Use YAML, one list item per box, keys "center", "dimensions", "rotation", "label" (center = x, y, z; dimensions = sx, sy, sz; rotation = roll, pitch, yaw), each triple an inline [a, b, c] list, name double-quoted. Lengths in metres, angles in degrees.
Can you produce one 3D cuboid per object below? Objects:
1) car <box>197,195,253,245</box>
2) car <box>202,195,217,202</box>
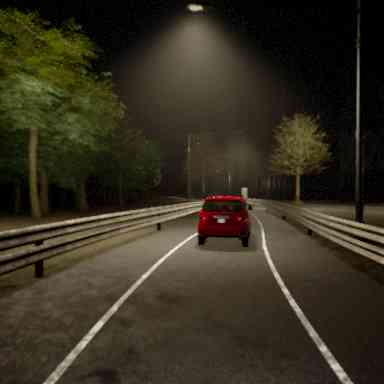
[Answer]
- center: [1.642, 1.228, 15.771]
  dimensions: [2.150, 2.045, 5.566]
  rotation: [0, 0, 10]
  label: "car"
- center: [3.822, 1.458, 73.308]
  dimensions: [2.128, 1.511, 4.902]
  rotation: [0, 0, -9]
  label: "car"
